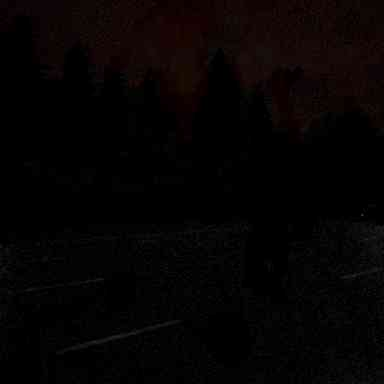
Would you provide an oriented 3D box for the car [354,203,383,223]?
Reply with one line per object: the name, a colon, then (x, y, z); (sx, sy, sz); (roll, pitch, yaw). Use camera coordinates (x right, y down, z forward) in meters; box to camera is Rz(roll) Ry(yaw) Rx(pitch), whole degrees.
car: (15.488, 1.684, 27.701); (5.008, 1.535, 1.882); (0, 0, -36)
